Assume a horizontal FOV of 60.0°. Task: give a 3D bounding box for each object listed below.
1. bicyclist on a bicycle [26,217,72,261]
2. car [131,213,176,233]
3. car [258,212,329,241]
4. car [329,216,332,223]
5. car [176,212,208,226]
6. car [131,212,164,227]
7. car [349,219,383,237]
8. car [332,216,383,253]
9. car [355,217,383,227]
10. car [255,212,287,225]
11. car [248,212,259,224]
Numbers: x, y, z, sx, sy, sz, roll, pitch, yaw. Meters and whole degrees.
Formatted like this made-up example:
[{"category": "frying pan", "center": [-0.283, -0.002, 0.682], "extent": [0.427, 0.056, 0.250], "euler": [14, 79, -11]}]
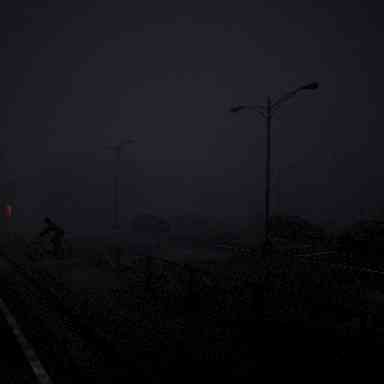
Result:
[{"category": "bicyclist on a bicycle", "center": [-5.373, 1.768, 12.579], "extent": [1.656, 1.620, 0.582], "euler": [3, -3, -37]}, {"category": "car", "center": [-3.784, 2.806, 29.710], "extent": [2.007, 1.523, 4.514], "euler": [4, -3, -37]}, {"category": "car", "center": [7.778, 2.727, 25.868], "extent": [1.932, 1.855, 4.605], "euler": [4, -3, -37]}, {"category": "car", "center": [27.098, 5.229, 62.375], "extent": [1.845, 1.501, 3.633], "euler": [4, -3, -37]}, {"category": "car", "center": [-0.144, 3.318, 41.646], "extent": [2.152, 1.636, 5.027], "euler": [4, -3, -37]}, {"category": "car", "center": [-5.083, 3.074, 37.543], "extent": [1.970, 1.475, 3.806], "euler": [4, -3, -37]}, {"category": "car", "center": [18.159, 3.524, 32.745], "extent": [2.007, 1.523, 4.514], "euler": [4, -3, -37]}, {"category": "car", "center": [9.871, 2.372, 17.609], "extent": [1.905, 1.878, 3.866], "euler": [4, -3, -37]}, {"category": "car", "center": [29.167, 4.931, 54.657], "extent": [1.970, 1.475, 3.806], "euler": [4, -3, -37]}, {"category": "car", "center": [12.164, 4.043, 51.375], "extent": [1.932, 1.855, 4.605], "euler": [4, -3, -37]}, {"category": "car", "center": [10.089, 3.871, 49.307], "extent": [1.905, 1.878, 3.866], "euler": [4, -3, -37]}]
